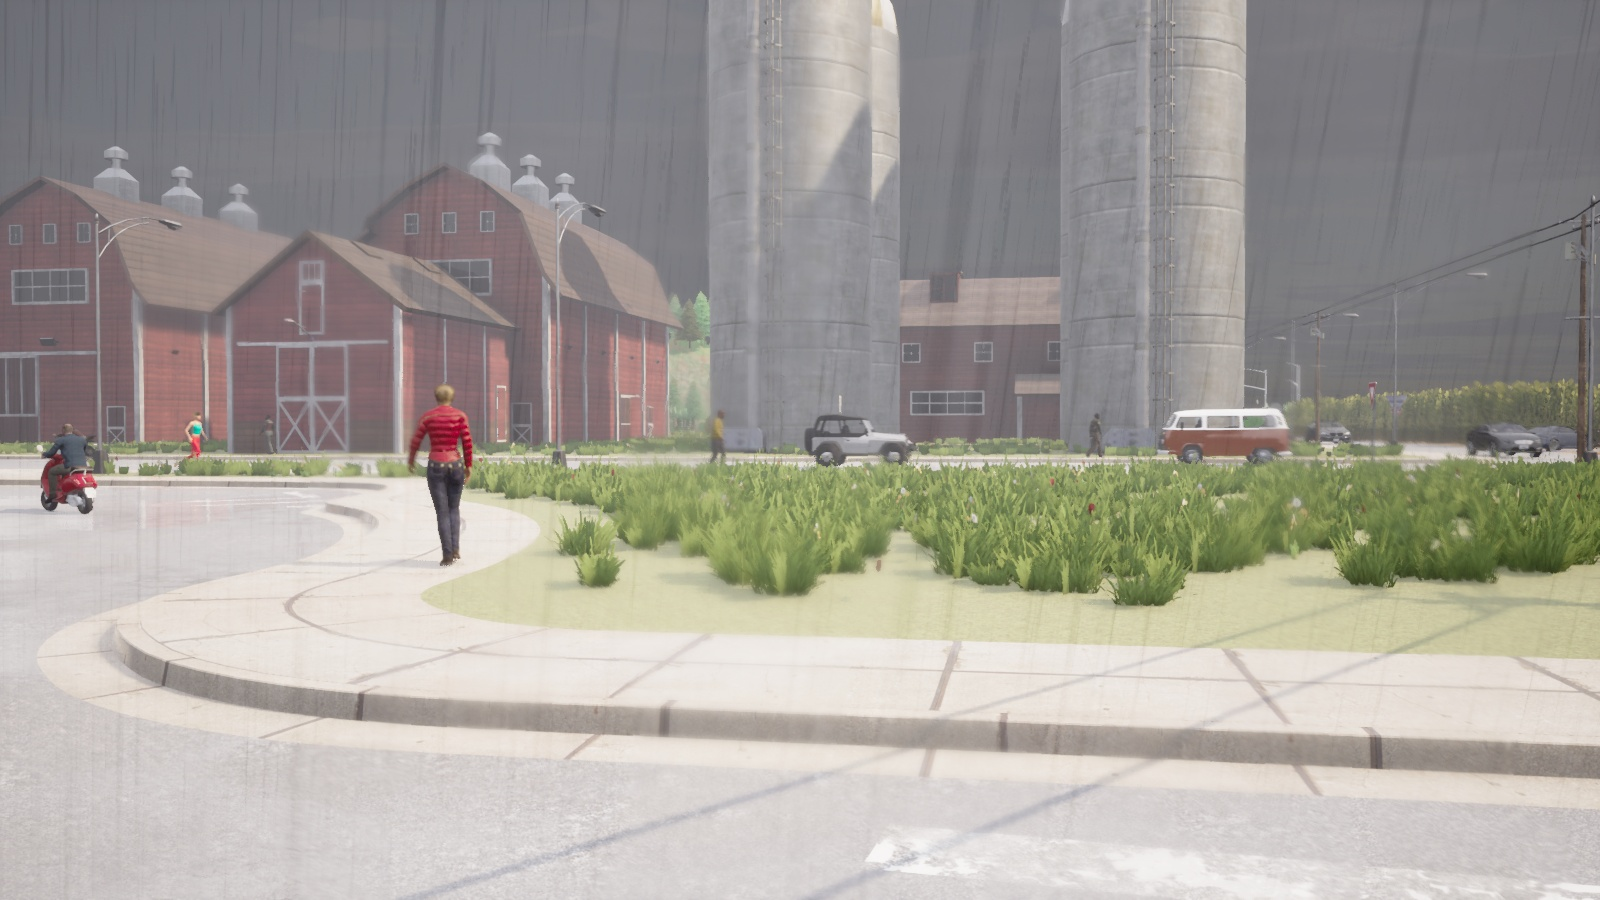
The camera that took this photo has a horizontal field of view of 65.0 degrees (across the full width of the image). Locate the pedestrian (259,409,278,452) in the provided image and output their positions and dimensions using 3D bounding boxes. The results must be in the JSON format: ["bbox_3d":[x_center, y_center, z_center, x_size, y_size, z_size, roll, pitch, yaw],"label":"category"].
[{"bbox_3d":[-24.407,-0.898,57.644,0.666,1.930,0.402,1,1,15],"label":"pedestrian"}]

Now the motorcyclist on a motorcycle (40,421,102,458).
[{"bbox_3d":[-30.653,-0.443,52.832,2.191,1.530,0.866,1,1,10],"label":"motorcyclist on a motorcycle"}]

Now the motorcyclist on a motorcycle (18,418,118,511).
[{"bbox_3d":[-13.023,0.229,22.324,1.817,1.590,0.866,1,2,36],"label":"motorcyclist on a motorcycle"}]

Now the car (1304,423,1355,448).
[{"bbox_3d":[37.032,-1.026,87.949,2.242,1.667,4.611,1,1,9],"label":"car"}]

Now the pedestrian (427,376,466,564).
[{"bbox_3d":[-3.561,0.191,12.638,0.331,1.846,0.636,0,1,-19],"label":"pedestrian"}]

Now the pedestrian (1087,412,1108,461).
[{"bbox_3d":[11.761,-0.525,49.669,0.692,1.930,0.395,0,1,-16],"label":"pedestrian"}]

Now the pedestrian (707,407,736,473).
[{"bbox_3d":[-2.216,-0.291,35.295,0.726,1.835,0.370,1,1,20],"label":"pedestrian"}]

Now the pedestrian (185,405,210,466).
[{"bbox_3d":[-18.183,-0.433,37.890,0.594,1.836,0.345,0,1,7],"label":"pedestrian"}]

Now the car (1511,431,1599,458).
[{"bbox_3d":[39.661,-0.312,65.704,4.181,1.385,1.994,0,1,-20],"label":"car"}]

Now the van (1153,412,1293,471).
[{"bbox_3d":[15.095,-0.339,45.048,4.480,2.038,2.069,1,1,10],"label":"van"}]

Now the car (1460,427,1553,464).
[{"bbox_3d":[31.000,-0.241,55.292,2.128,1.511,4.902,1,1,11],"label":"car"}]

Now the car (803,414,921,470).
[{"bbox_3d":[2.189,-0.307,43.693,3.866,1.878,1.905,1,1,10],"label":"car"}]
